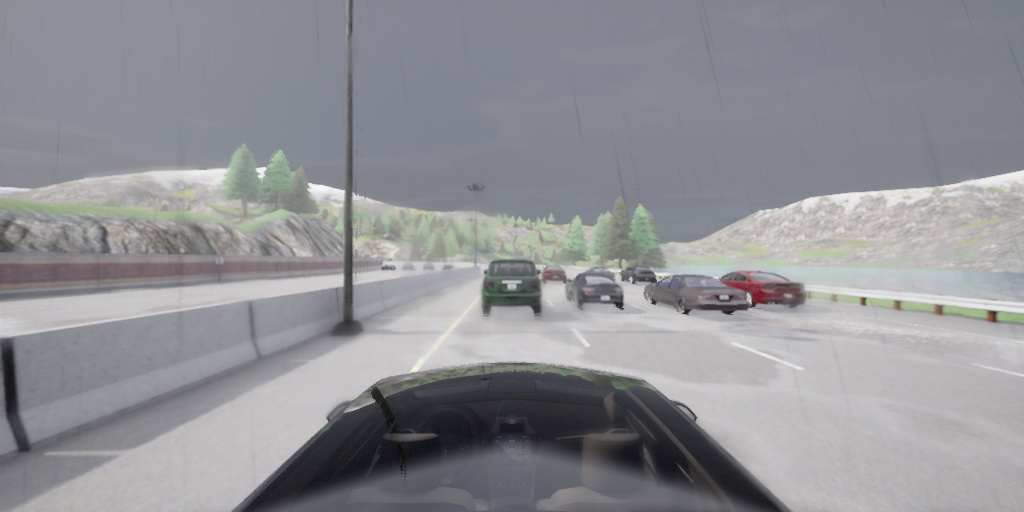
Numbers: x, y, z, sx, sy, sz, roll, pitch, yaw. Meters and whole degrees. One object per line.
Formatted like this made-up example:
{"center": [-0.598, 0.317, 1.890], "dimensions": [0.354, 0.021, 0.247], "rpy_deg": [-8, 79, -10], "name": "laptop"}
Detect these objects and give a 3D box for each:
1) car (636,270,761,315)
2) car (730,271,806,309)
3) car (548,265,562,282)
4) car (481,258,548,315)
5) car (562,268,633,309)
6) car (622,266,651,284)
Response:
{"center": [7.015, 1.438, 14.343], "dimensions": [2.033, 1.411, 5.357], "rpy_deg": [0, -1, 0], "name": "car"}
{"center": [10.529, 1.387, 16.073], "dimensions": [1.882, 1.535, 5.008], "rpy_deg": [0, 0, 0], "name": "car"}
{"center": [3.533, 1.553, 31.066], "dimensions": [1.882, 1.535, 5.008], "rpy_deg": [0, 0, 0], "name": "car"}
{"center": [0.014, 1.116, 14.408], "dimensions": [2.150, 2.045, 5.566], "rpy_deg": [0, 0, 0], "name": "car"}
{"center": [3.526, 1.431, 15.727], "dimensions": [1.812, 1.442, 4.674], "rpy_deg": [0, 0, 0], "name": "car"}
{"center": [10.527, 1.575, 30.358], "dimensions": [1.837, 1.490, 4.892], "rpy_deg": [0, 0, 0], "name": "car"}
